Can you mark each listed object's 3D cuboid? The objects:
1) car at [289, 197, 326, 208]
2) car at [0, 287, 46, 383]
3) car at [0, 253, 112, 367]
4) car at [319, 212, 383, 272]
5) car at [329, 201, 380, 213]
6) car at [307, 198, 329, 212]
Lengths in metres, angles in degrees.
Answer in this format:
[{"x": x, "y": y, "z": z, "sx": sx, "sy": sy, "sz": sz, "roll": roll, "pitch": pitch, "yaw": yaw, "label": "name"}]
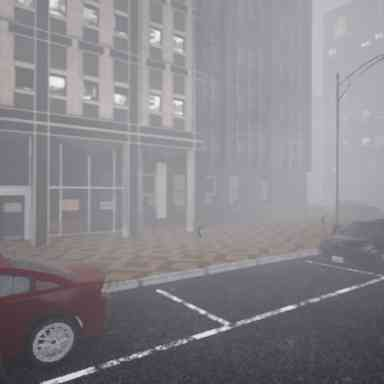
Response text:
[{"x": 16.156, "y": 1.465, "z": 46.686, "sx": 1.752, "sy": 1.417, "sz": 4.829, "roll": 0, "pitch": 0, "yaw": -36, "label": "car"}, {"x": -3.203, "y": 1.602, "z": 1.094, "sx": 4.718, "sy": 1.301, "sz": 1.895, "roll": 0, "pitch": 0, "yaw": -35, "label": "car"}, {"x": -3.307, "y": 1.545, "z": 4.196, "sx": 4.507, "sy": 1.381, "sz": 1.887, "roll": 0, "pitch": 0, "yaw": -35, "label": "car"}, {"x": 5.957, "y": 1.558, "z": 10.802, "sx": 4.313, "sy": 1.339, "sz": 1.947, "roll": 0, "pitch": 0, "yaw": -35, "label": "car"}, {"x": 16.042, "y": 1.507, "z": 32.459, "sx": 1.802, "sy": 1.307, "sz": 4.206, "roll": 0, "pitch": 0, "yaw": -36, "label": "car"}, {"x": 12.843, "y": 1.440, "z": 36.924, "sx": 1.752, "sy": 1.417, "sz": 4.829, "roll": 0, "pitch": 0, "yaw": -36, "label": "car"}]
